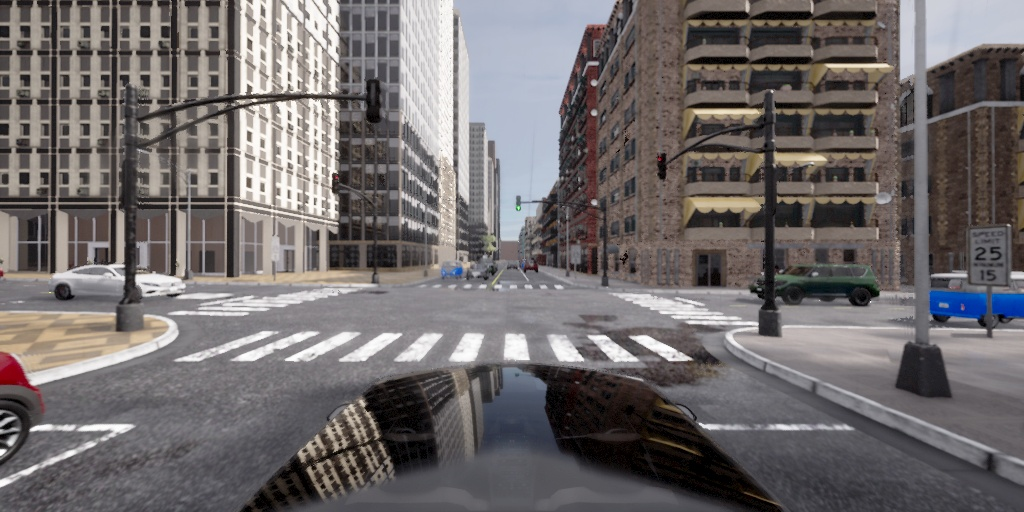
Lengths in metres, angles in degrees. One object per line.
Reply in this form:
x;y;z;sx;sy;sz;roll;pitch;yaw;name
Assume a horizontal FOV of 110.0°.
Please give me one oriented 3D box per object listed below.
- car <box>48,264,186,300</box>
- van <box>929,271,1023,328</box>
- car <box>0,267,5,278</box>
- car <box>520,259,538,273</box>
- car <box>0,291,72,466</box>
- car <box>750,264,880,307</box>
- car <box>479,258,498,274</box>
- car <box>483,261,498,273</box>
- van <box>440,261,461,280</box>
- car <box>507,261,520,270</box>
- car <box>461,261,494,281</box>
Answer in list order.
-16.550;1.083;15.113;4.674;1.442;1.812;1;0;1;car
16.905;1.528;12.499;3.998;1.789;1.690;0;0;0;van
-21.155;0.894;12.527;4.097;1.591;1.967;0;0;0;car
2.654;1.422;50.902;2.192;1.841;5.009;0;0;0;car
-5.690;1.190;1.769;1.967;1.591;4.097;0;0;0;car
15.447;1.413;18.427;5.566;2.045;2.150;1;0;0;car
-3.129;1.272;43.276;2.150;2.045;5.566;0;0;0;car
-3.124;1.606;53.590;1.882;1.535;5.008;0;0;0;car
-5.714;1.324;34.242;1.690;1.789;3.998;0;0;0;van
0.054;1.804;63.489;1.895;1.301;4.718;0;0;0;car
-3.124;1.468;33.381;2.128;1.511;4.902;0;0;0;car
